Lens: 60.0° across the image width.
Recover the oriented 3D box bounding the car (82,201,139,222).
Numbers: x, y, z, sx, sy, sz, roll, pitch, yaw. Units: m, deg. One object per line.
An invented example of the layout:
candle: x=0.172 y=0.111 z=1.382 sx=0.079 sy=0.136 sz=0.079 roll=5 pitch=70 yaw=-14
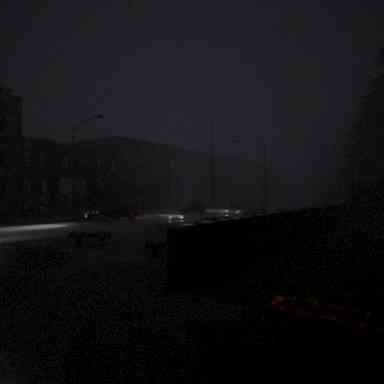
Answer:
car: x=-6.353 y=1.491 z=26.386 sx=2.128 sy=1.511 sz=4.902 roll=0 pitch=0 yaw=36

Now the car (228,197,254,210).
car: x=6.590 y=1.478 z=44.386 sx=1.882 sy=1.535 sz=5.008 roll=0 pitch=0 yaw=36

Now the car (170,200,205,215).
car: x=-0.357 y=1.526 z=34.750 sx=1.812 sy=1.442 sz=4.674 roll=0 pitch=0 yaw=35
